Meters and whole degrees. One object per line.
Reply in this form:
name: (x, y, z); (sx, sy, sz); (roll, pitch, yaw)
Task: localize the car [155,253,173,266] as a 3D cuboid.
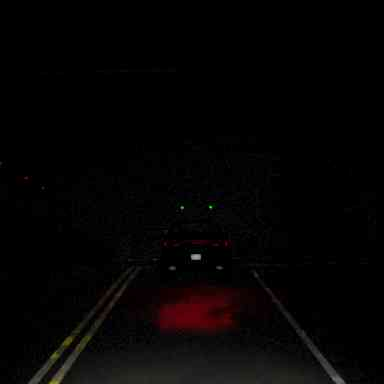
car: (-3.465, 8.593, 42.044); (1.837, 1.490, 4.892); (-1, -13, 0)

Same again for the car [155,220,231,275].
car: (0.101, 1.631, 10.612); (1.882, 1.535, 5.008); (0, -5, 0)
